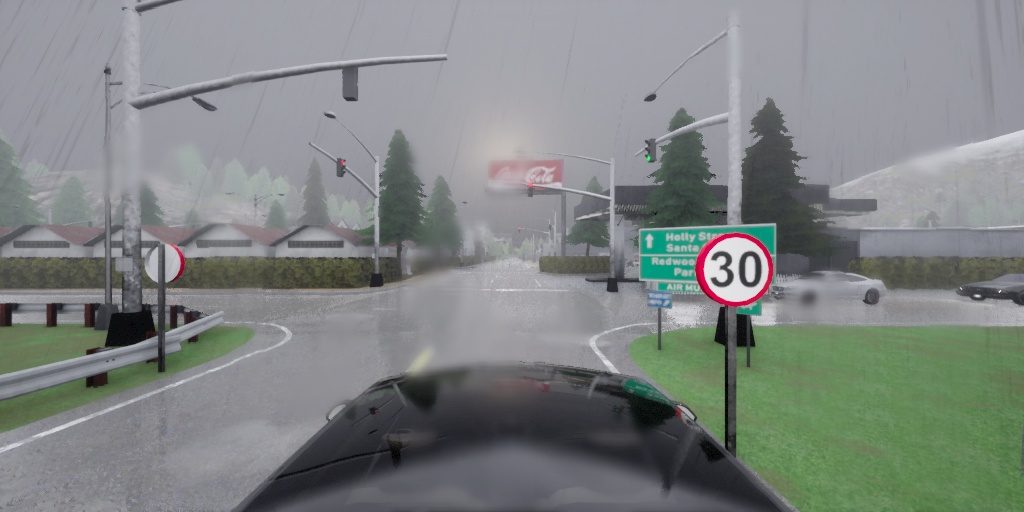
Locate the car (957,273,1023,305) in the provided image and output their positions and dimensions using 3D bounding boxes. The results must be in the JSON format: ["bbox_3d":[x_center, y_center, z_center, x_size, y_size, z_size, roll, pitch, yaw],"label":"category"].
[{"bbox_3d":[24.513,1.489,16.797,5.357,1.411,2.033,0,0,1],"label":"car"}]

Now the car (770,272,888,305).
[{"bbox_3d":[14.858,1.467,16.924,4.674,1.442,1.812,0,0,0],"label":"car"}]
